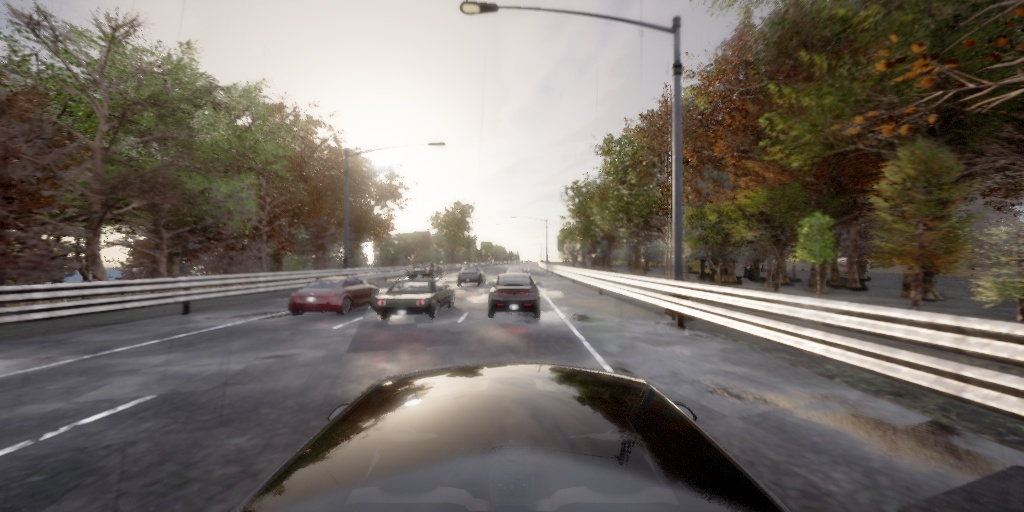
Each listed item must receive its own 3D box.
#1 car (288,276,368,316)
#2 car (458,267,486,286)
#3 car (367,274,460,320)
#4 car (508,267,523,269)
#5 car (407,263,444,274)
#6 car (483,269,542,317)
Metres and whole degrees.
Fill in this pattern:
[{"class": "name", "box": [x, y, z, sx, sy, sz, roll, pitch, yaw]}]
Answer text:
[{"class": "car", "box": [-6.886, 1.488, 14.371, 1.994, 1.385, 4.181, 0, -1, 1]}, {"class": "car", "box": [-3.203, 1.604, 29.004, 2.128, 1.511, 4.902, 0, -1, 2]}, {"class": "car", "box": [-3.404, 1.511, 13.427, 1.895, 1.301, 4.718, 0, -1, 1]}, {"class": "car", "box": [0.306, 1.643, 29.593, 1.812, 1.442, 4.674, 0, 0, 1]}, {"class": "car", "box": [-6.774, 1.265, 28.627, 1.895, 1.301, 4.718, -4, -2, 1]}, {"class": "car", "box": [0.109, 1.425, 14.059, 1.837, 1.490, 4.892, 0, 0, 1]}]
